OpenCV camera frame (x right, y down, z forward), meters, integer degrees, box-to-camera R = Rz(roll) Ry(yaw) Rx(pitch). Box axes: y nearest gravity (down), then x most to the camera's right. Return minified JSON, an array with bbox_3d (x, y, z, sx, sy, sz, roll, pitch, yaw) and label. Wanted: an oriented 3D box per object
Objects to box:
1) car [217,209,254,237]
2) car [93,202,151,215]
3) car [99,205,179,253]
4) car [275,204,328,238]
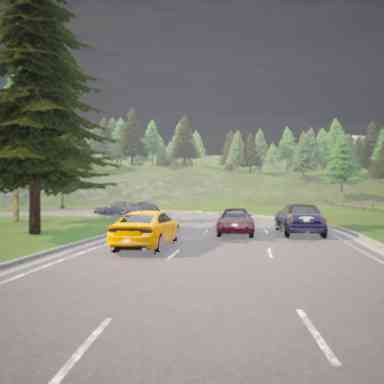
[{"bbox_3d":[2.442,1.639,18.762,1.994,1.385,4.181,0,0,8],"label":"car"},{"bbox_3d":[-7.026,1.672,32.334,5.357,1.411,2.033,0,0,26],"label":"car"},{"bbox_3d":[-1.844,1.532,14.014,1.882,1.535,5.008,0,0,10],"label":"car"},{"bbox_3d":[5.886,1.425,18.441,2.097,1.767,4.553,0,0,7],"label":"car"}]
